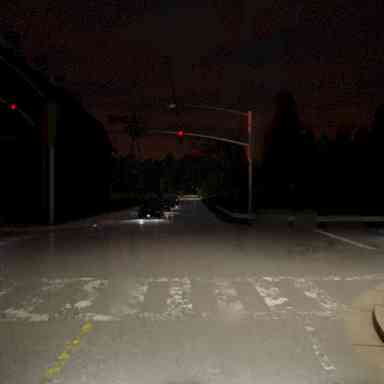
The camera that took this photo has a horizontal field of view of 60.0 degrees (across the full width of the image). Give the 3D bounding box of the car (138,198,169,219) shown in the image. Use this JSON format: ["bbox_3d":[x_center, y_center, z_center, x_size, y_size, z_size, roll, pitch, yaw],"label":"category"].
[{"bbox_3d":[-3.548,1.547,29.821,2.033,1.411,5.357,0,0,0],"label":"car"}]

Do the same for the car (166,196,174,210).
[{"bbox_3d":[-3.531,1.505,39.566,1.837,1.490,4.892,0,0,0],"label":"car"}]

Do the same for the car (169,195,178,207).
[{"bbox_3d":[-3.508,1.526,48.863,1.812,1.442,4.674,0,0,0],"label":"car"}]
